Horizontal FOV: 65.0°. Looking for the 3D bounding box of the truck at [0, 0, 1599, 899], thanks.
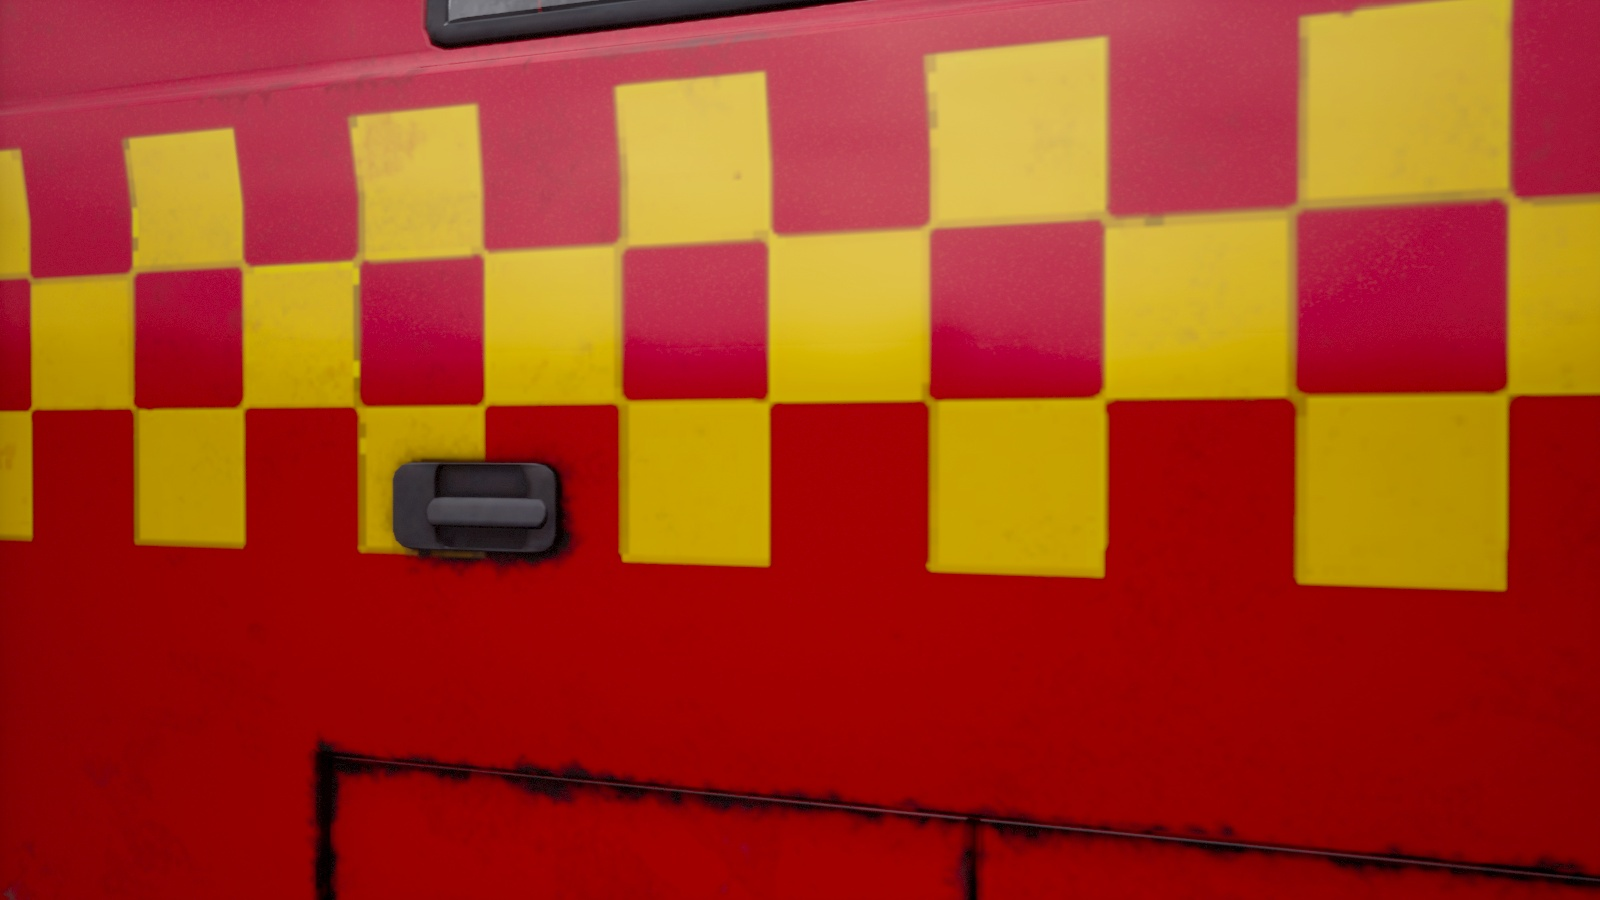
[{"bbox_3d":[0.014,-0.389,3.166,8.468,3.827,2.891,1,1,19],"label":"truck"}]
